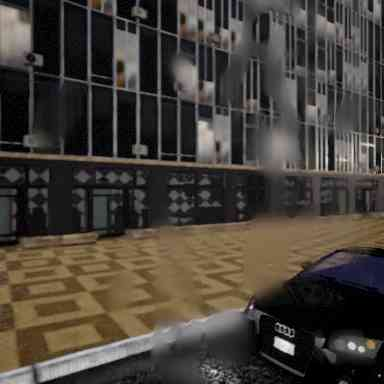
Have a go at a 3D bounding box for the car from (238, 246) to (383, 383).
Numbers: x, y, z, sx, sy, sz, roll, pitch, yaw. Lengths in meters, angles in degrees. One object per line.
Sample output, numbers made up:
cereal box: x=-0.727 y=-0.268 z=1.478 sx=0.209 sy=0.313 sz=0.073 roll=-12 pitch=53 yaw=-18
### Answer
car: x=2.688 y=1.569 z=4.926 sx=4.181 sy=1.385 sz=1.994 roll=0 pitch=0 yaw=-35
